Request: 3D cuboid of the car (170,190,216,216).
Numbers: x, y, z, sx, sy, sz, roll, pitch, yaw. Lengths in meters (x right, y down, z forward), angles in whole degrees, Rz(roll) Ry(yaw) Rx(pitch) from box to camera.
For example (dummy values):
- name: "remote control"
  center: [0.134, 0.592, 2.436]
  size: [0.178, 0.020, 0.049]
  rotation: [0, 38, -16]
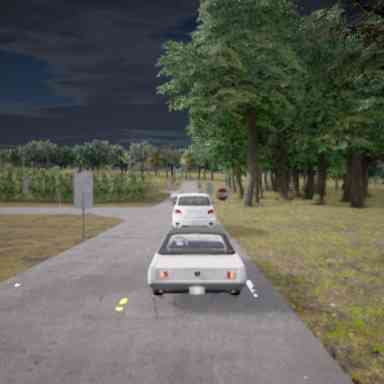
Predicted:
- name: "car"
  center: [0.074, 1.078, 18.344]
  size: [2.150, 2.045, 5.566]
  rotation: [0, 1, -1]

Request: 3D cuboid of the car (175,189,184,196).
- name: "car"
  center: [-2.762, 0.163, 74.183]
  size: [1.812, 1.442, 4.674]
  rotation: [0, 2, 0]

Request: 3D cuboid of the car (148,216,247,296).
- name: "car"
  center: [0.099, 1.543, 8.454]
  size: [1.895, 1.301, 4.718]
  rotation: [0, 0, 0]
